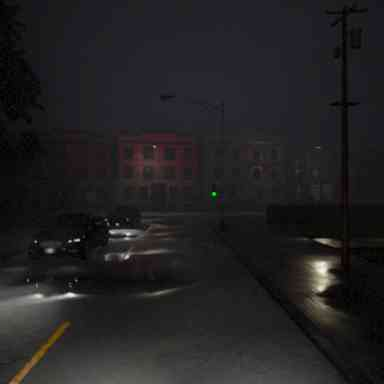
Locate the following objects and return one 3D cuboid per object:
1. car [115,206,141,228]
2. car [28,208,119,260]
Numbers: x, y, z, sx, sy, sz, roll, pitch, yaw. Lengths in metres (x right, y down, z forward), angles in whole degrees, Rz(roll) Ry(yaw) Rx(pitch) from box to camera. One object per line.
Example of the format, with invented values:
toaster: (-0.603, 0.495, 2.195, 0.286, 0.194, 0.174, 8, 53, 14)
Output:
car: (-4.752, 1.680, 23.585, 2.033, 1.411, 5.357, 0, 0, -1)
car: (-4.464, 1.565, 12.737, 2.128, 1.511, 4.902, 0, 0, -2)
